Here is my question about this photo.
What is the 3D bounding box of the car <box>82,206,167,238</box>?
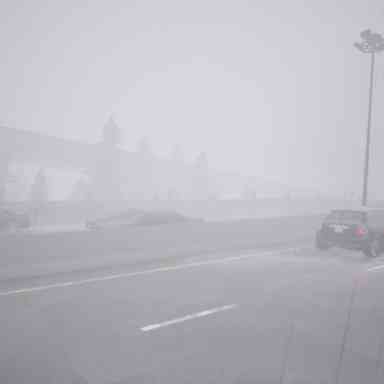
[{"bbox_3d":[-3.716,1.581,18.535,4.181,1.385,1.994,0,0,-35],"label":"car"}]

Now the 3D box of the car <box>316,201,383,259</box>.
[{"bbox_3d":[6.901,1.384,12.966,4.553,1.767,2.097,0,0,-35],"label":"car"}]

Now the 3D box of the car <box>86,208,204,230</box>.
[{"bbox_3d":[-1.843,1.564,15.573,5.357,1.411,2.033,0,0,-35],"label":"car"}]

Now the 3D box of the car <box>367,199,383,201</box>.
[{"bbox_3d":[22.783,1.606,41.714,5.008,1.535,1.882,1,0,-35],"label":"car"}]

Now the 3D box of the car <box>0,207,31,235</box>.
[{"bbox_3d":[-11.233,1.477,17.474,5.008,1.535,1.882,0,0,-35],"label":"car"}]
